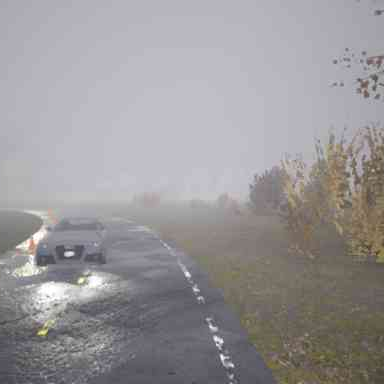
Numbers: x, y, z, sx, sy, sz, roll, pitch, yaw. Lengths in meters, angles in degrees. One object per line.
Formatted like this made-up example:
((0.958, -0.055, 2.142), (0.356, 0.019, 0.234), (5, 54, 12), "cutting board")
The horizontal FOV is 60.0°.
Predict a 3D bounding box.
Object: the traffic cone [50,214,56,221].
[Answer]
((-9.072, 1.951, 22.058), (0.340, 0.580, 0.340), (0, 0, -22), "traffic cone")

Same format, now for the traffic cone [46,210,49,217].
((-13.265, 1.970, 30.727), (0.340, 0.580, 0.340), (0, 0, -30), "traffic cone")

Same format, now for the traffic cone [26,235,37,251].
((-6.191, 1.946, 12.870), (0.340, 0.580, 0.340), (0, 0, -13), "traffic cone")

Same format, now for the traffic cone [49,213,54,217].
((-11.010, 1.959, 26.469), (0.340, 0.580, 0.340), (0, 0, -26), "traffic cone")

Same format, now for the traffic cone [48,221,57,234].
((-7.462, 1.946, 17.517), (0.340, 0.580, 0.340), (0, 0, -17), "traffic cone")

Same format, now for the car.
((-3.877, 1.560, 11.362), (1.994, 1.385, 4.181), (0, 0, -12), "car")
